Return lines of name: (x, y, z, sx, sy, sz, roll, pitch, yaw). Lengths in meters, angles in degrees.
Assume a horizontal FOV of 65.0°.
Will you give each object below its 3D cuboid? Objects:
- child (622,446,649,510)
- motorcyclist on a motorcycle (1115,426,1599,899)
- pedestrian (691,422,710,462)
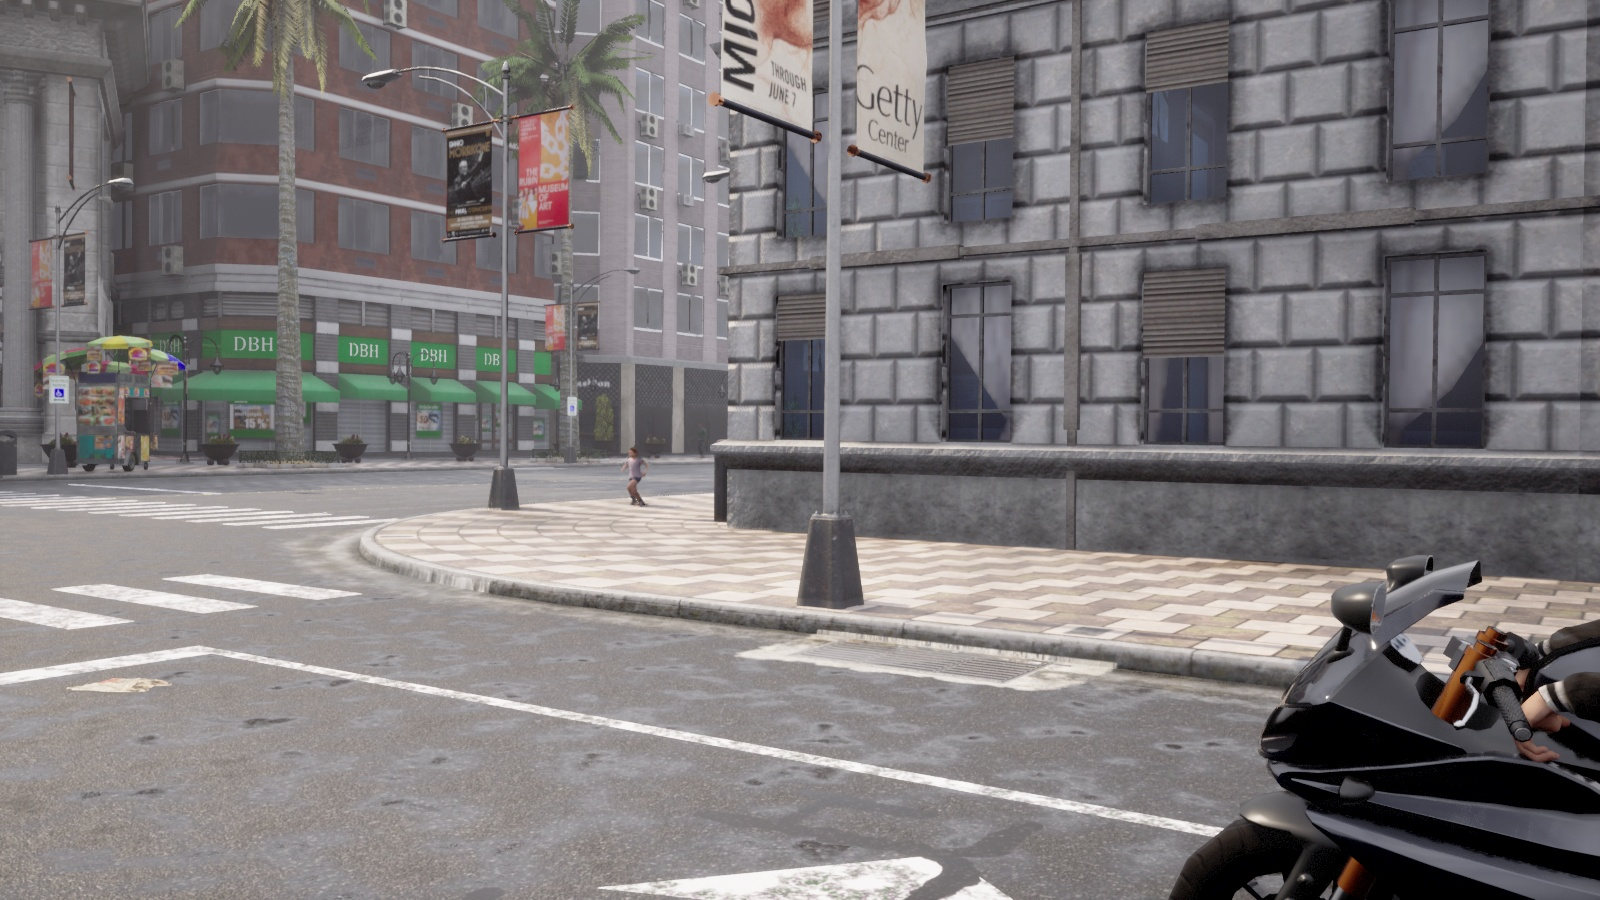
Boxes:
child: (-2.896, 0.493, 22.057, 0.255, 1.110, 0.394, 0, 1, 38)
motorcyclist on a motorcycle: (1.824, 0.717, 2.412, 2.191, 1.530, 0.866, 0, 1, 34)
pedestrian: (-4.847, -0.404, 61.245, 0.423, 1.949, 0.788, 0, 1, 45)
